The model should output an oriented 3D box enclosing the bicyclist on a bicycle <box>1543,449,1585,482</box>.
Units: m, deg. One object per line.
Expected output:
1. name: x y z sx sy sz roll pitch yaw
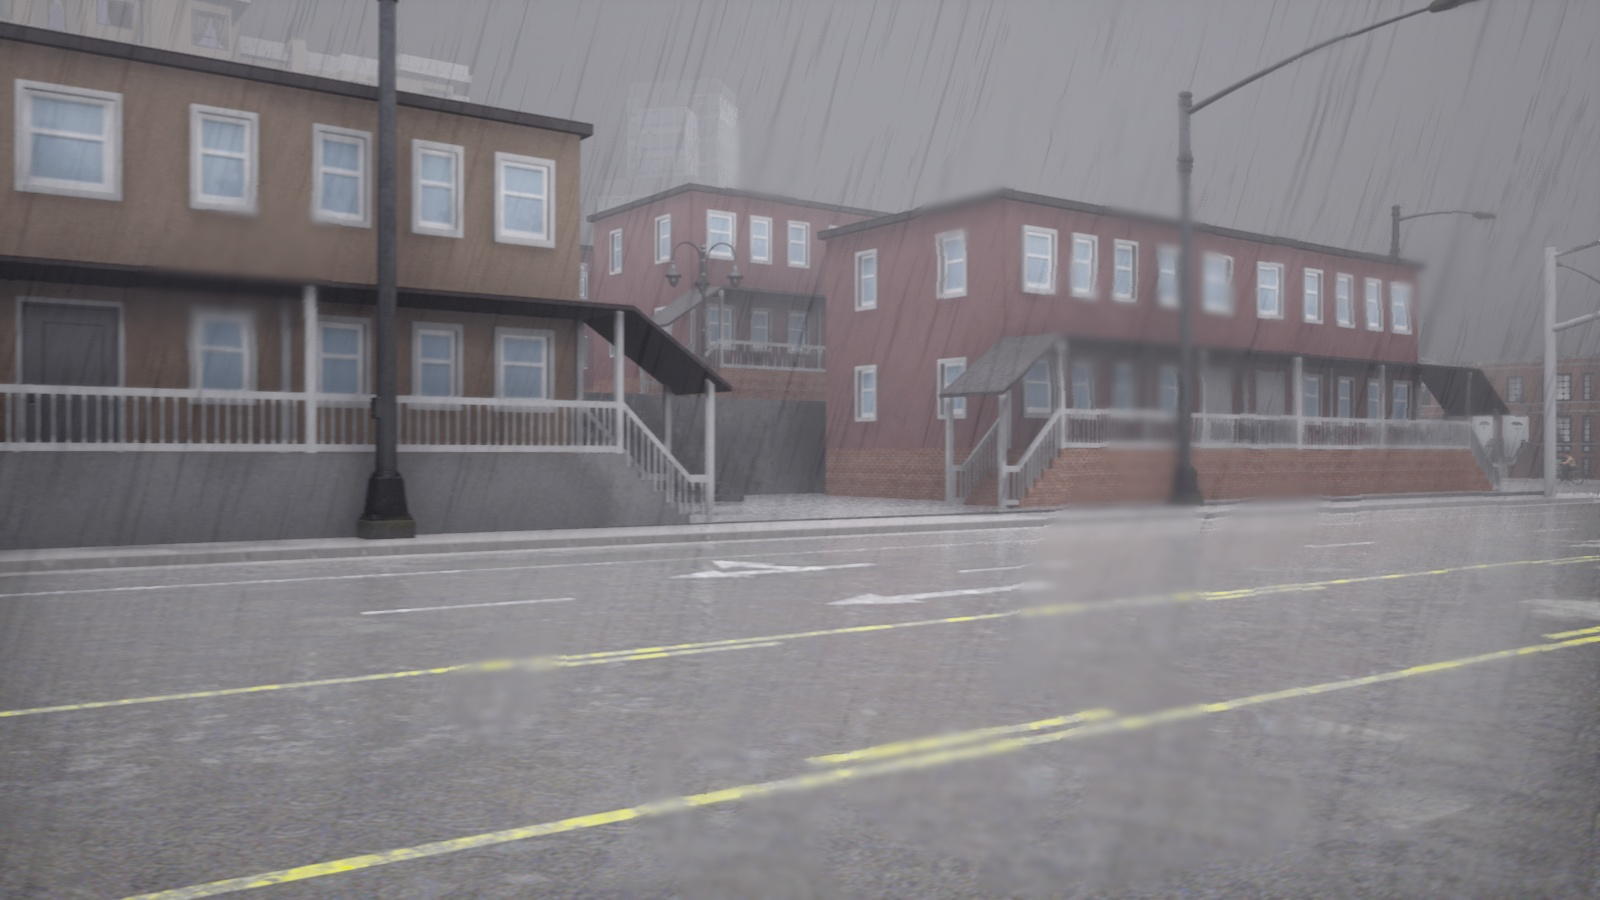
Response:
1. bicyclist on a bicycle: 37.239 0.749 61.202 0.866 1.612 1.509 0 0 -36
